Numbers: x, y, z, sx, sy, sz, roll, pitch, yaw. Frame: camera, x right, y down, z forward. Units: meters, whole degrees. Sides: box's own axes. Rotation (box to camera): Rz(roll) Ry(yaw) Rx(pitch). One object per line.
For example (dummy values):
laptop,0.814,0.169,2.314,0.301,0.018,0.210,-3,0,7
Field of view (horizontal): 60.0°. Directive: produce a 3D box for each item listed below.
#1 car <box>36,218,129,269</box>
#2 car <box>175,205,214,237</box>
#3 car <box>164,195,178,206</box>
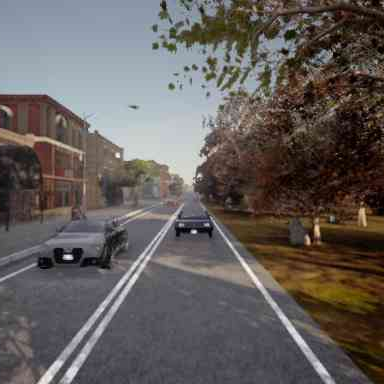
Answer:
car,-3.348,1.565,10.960,1.994,1.385,4.181,0,0,0
car,0.103,1.600,18.037,1.895,1.301,4.718,0,0,0
car,-3.300,1.336,53.358,2.097,1.767,4.553,0,0,0
